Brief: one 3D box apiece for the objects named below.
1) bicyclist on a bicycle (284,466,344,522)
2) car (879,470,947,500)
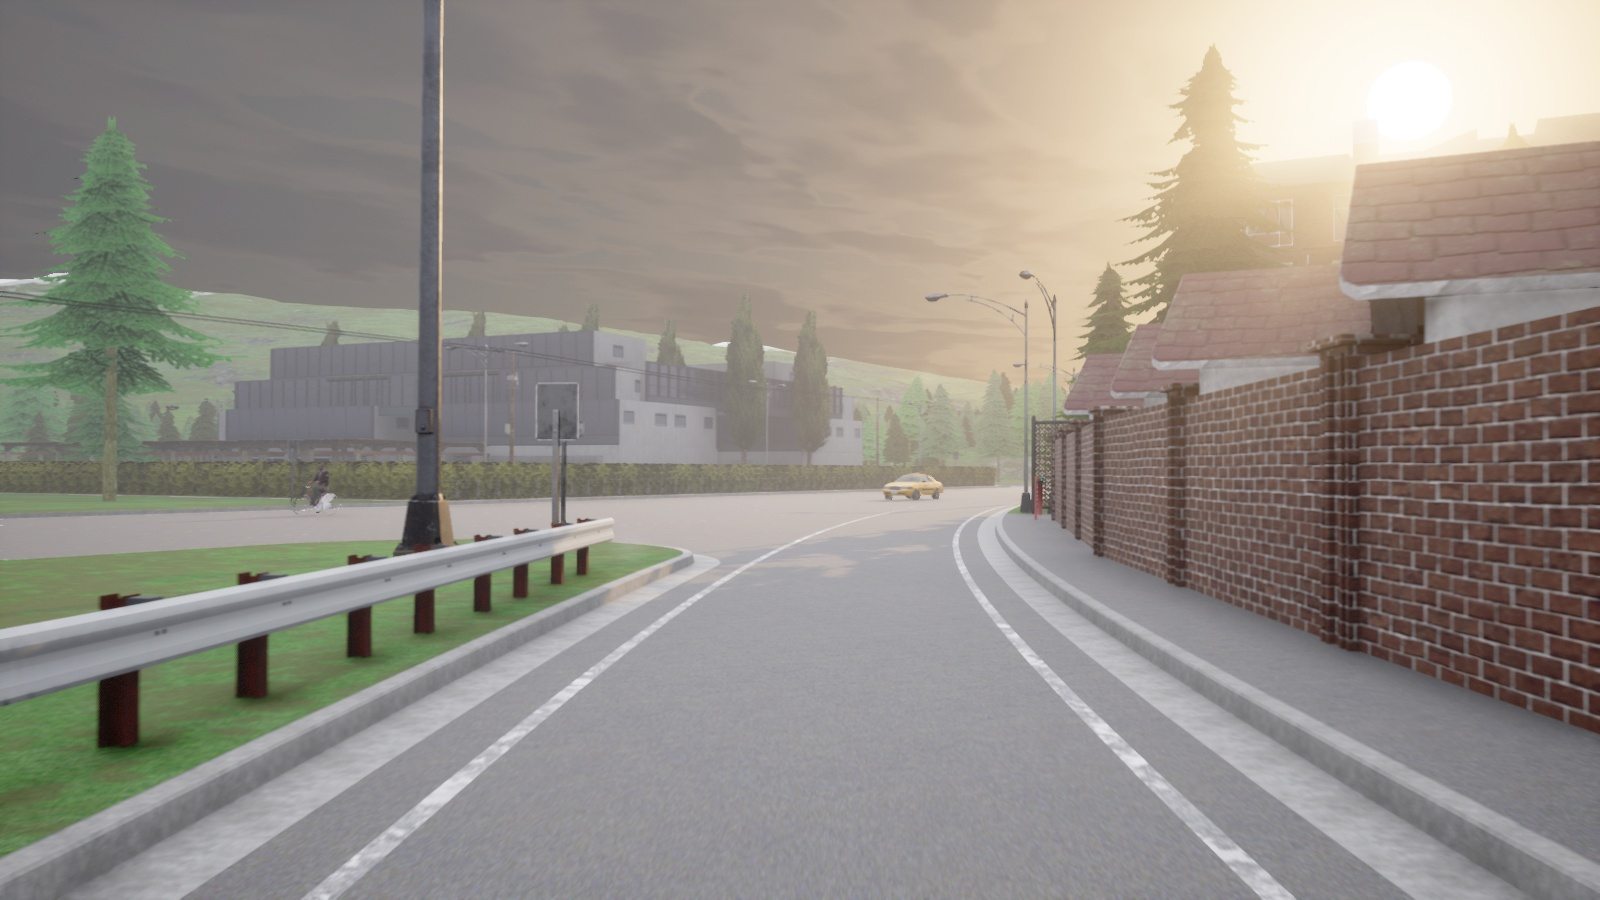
[{"bbox_3d":[-15.910,1.433,41.136,0.659,1.776,1.843,-1,-1,27],"label":"bicyclist on a bicycle"},{"bbox_3d":[6.268,1.885,68.980,1.801,1.575,5.366,-1,-1,27],"label":"car"}]
